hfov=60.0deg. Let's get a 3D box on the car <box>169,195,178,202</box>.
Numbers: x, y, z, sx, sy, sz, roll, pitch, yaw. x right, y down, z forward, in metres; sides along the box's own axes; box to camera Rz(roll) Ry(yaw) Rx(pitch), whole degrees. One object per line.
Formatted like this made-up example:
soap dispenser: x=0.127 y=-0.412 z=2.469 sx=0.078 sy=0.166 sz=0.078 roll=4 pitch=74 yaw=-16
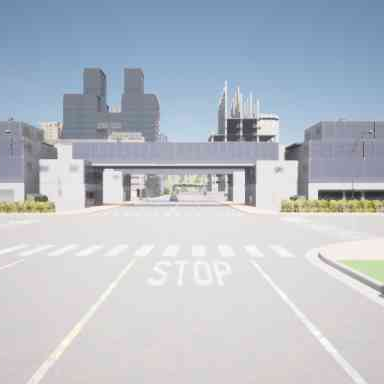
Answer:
car: x=-4.162 y=1.474 z=75.831 sx=1.882 sy=1.535 sz=5.008 roll=0 pitch=0 yaw=0
